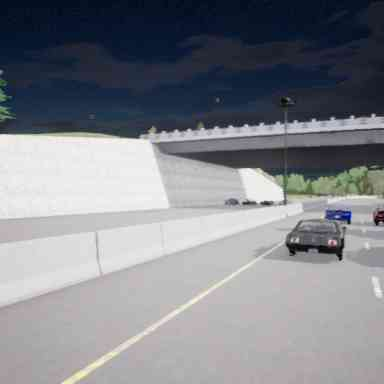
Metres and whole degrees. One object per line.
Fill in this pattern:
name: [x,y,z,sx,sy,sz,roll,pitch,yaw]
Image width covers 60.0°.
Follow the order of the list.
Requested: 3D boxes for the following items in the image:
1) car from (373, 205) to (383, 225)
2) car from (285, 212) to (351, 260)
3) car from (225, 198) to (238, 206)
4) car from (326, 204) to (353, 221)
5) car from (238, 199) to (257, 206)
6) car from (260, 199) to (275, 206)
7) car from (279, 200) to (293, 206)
car: [15.336,1.761,26.020,1.882,1.535,5.008,0,0,27]
car: [5.103,1.719,13.221,1.895,1.301,4.718,0,0,27]
car: [8.080,1.939,66.750,2.128,1.511,4.902,0,0,27]
car: [12.196,1.740,27.563,1.882,1.535,5.008,0,0,27]
car: [11.273,2.058,65.310,1.895,1.301,4.718,0,0,26]
car: [14.476,2.081,63.910,1.895,1.301,4.718,0,0,27]
car: [17.646,2.103,62.433,1.895,1.301,4.718,0,0,27]
